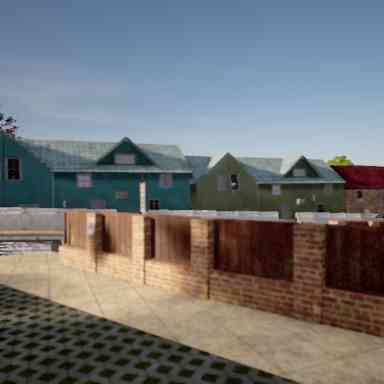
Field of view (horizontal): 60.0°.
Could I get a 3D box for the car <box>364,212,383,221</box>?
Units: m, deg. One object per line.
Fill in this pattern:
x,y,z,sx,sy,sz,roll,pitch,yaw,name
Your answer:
17.022,2.720,28.284,5.566,2.045,2.150,2,-2,-22,car
